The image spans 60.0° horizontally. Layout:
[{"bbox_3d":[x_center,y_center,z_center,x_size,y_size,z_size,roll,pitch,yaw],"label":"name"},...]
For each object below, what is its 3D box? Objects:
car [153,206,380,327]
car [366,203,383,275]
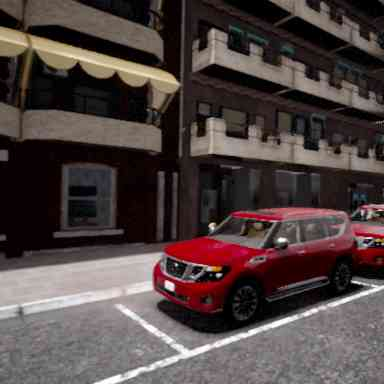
[{"bbox_3d":[1.664,1.317,7.257,5.009,1.841,2.192,0,1,-35],"label":"car"},{"bbox_3d":[6.165,1.319,10.469,5.009,1.841,2.192,0,1,-35],"label":"car"}]
